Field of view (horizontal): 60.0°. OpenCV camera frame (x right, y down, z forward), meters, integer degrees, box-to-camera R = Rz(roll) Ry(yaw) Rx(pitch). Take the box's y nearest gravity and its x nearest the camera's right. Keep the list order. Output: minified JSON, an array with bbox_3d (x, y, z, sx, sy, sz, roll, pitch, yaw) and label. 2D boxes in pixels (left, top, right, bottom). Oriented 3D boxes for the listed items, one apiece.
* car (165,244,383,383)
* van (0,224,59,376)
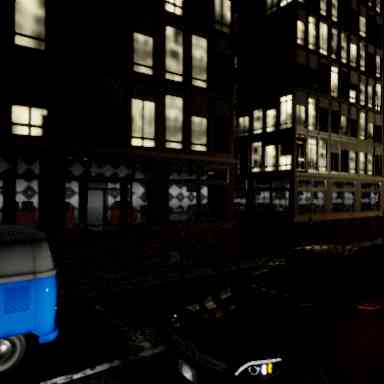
[{"bbox_3d":[1.853,1.536,4.689,4.674,1.442,1.812,0,0,-35],"label":"car"},{"bbox_3d":[-3.693,1.339,3.918,3.998,1.788,1.690,0,0,-35],"label":"van"}]
